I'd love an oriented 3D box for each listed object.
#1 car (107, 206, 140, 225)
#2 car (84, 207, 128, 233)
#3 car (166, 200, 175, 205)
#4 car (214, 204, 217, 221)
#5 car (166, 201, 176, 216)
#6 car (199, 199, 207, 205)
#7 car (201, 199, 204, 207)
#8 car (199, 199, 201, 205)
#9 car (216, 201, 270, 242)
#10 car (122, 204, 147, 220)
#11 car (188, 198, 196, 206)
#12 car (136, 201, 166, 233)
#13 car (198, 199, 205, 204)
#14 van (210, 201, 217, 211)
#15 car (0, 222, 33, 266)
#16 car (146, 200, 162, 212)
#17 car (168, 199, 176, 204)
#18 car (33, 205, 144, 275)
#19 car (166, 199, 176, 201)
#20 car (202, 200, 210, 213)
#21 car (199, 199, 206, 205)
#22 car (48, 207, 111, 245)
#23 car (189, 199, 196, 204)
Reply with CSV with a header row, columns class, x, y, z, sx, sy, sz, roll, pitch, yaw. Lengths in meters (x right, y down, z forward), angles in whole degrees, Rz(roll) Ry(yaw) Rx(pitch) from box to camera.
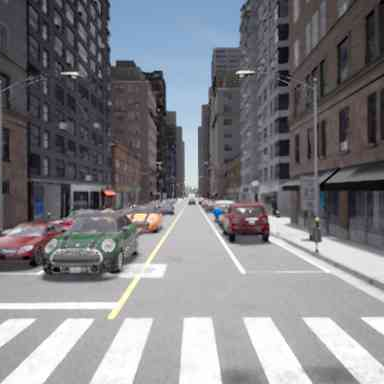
class,x,y,z,sx,sy,sz,roll,pitch,yaw
car,-5.767,1.948,28.676,1.947,1.339,4.313,-1,-1,0
car,-5.770,1.839,23.002,1.752,1.417,4.829,-1,-1,0
car,-5.744,2.725,89.228,1.947,1.339,4.313,-1,-1,0
car,2.755,1.783,23.340,1.752,1.417,4.829,-1,-1,0
car,-3.059,2.059,39.354,1.994,1.385,4.181,0,-1,0
car,2.779,2.592,83.721,1.947,1.339,4.313,-1,-1,0
car,2.765,2.141,50.693,1.887,1.381,4.507,-1,-1,0
car,2.767,2.178,61.704,1.967,1.590,4.097,-1,-1,0
car,2.749,1.505,17.668,2.192,1.841,5.009,-1,-1,0
car,-5.766,1.973,34.012,1.752,1.417,4.829,-1,-1,0
car,0.025,2.513,79.795,1.812,1.442,4.674,0,-1,0
car,-3.097,1.631,21.688,2.097,1.767,4.553,0,-1,0
car,2.783,2.717,94.730,1.887,1.381,4.507,-1,-1,0
van,2.753,1.663,28.676,1.690,1.788,3.998,-1,-1,0
car,-5.773,1.768,12.163,1.802,1.307,4.206,-1,-1,0
car,-5.761,2.097,50.697,1.967,1.590,4.097,-1,-1,0
car,-5.742,2.784,94.733,2.008,1.369,4.403,-1,-1,0
car,-3.102,1.507,11.080,2.097,1.767,4.553,0,-1,0
car,-5.749,2.527,83.725,1.967,1.590,4.097,-1,-1,0
car,2.764,2.077,45.188,2.008,1.369,4.403,-1,-1,0
car,2.780,2.644,89.225,1.887,1.381,4.507,-1,-1,0
car,-5.774,1.691,17.669,1.967,1.590,4.097,-1,-1,0
car,0.028,2.528,90.071,1.837,1.490,4.892,0,-1,0
